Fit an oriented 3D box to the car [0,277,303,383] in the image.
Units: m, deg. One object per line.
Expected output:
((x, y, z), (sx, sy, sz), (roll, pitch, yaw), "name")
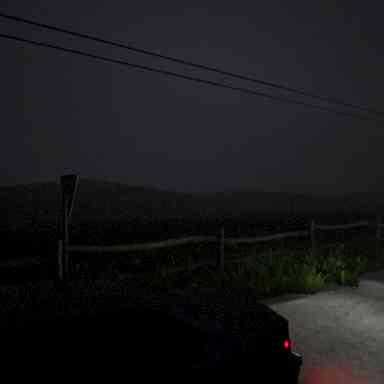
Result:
((-1.469, 1.547, 2.653), (5.357, 1.411, 2.033), (0, 0, -33), "car")
